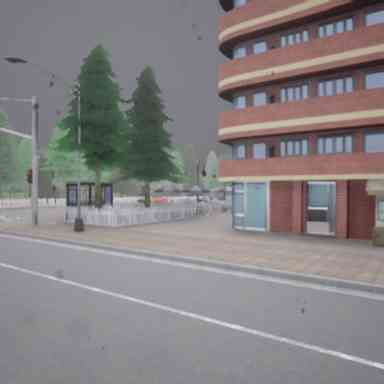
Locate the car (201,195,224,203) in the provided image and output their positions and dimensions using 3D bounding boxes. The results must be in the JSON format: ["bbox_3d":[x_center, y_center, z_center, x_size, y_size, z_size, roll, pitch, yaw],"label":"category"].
[{"bbox_3d":[3.879,1.245,61.336,4.902,1.511,2.128,0,0,-31],"label":"car"}]

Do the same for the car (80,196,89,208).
[{"bbox_3d":[-13.527,1.276,43.859,2.033,1.411,5.357,0,0,36],"label":"car"}]

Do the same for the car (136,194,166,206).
[{"bbox_3d":[-5.848,1.104,48.098,2.097,1.767,4.553,0,0,40],"label":"car"}]
